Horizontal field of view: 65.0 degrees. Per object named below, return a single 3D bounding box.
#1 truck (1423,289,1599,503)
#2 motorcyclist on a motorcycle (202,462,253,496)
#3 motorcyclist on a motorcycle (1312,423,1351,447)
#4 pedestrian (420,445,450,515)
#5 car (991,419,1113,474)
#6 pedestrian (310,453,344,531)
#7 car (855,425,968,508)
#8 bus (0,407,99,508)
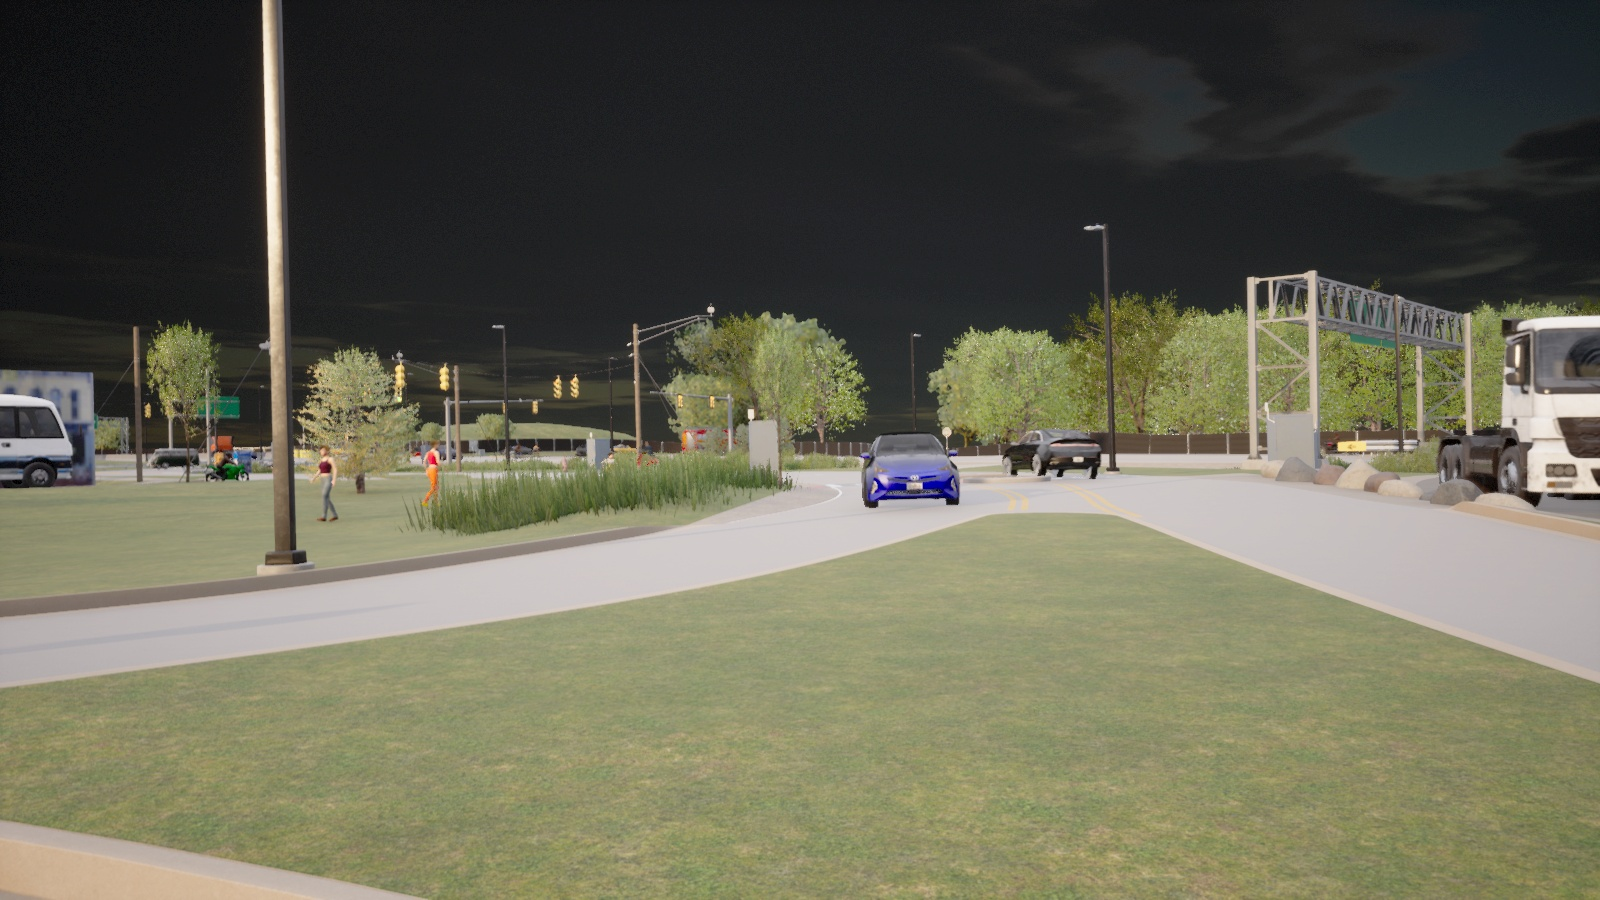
[{"bbox_3d":[14.409,-0.943,24.074,2.891,3.462,7.936,-1,1,15],"label":"truck"},{"bbox_3d":[-27.925,1.424,61.278,2.044,1.523,0.797,-4,0,-36],"label":"motorcyclist on a motorcycle"},{"bbox_3d":[36.817,-1.039,86.933,2.350,1.649,0.766,-1,0,32],"label":"motorcyclist on a motorcycle"},{"bbox_3d":[-9.748,0.802,33.510,0.345,1.836,0.594,-3,-1,43],"label":"pedestrian"},{"bbox_3d":[7.688,-0.060,38.859,2.128,1.511,4.902,-1,-1,-8],"label":"car"},{"bbox_3d":[-11.236,0.991,29.845,0.345,1.836,0.594,-3,-1,38],"label":"pedestrian"},{"bbox_3d":[2.263,0.303,26.619,2.007,1.525,4.514,-3,0,1],"label":"car"},{"bbox_3d":[-35.988,0.414,53.016,3.944,4.253,10.273,-3,-1,41],"label":"bus"}]
